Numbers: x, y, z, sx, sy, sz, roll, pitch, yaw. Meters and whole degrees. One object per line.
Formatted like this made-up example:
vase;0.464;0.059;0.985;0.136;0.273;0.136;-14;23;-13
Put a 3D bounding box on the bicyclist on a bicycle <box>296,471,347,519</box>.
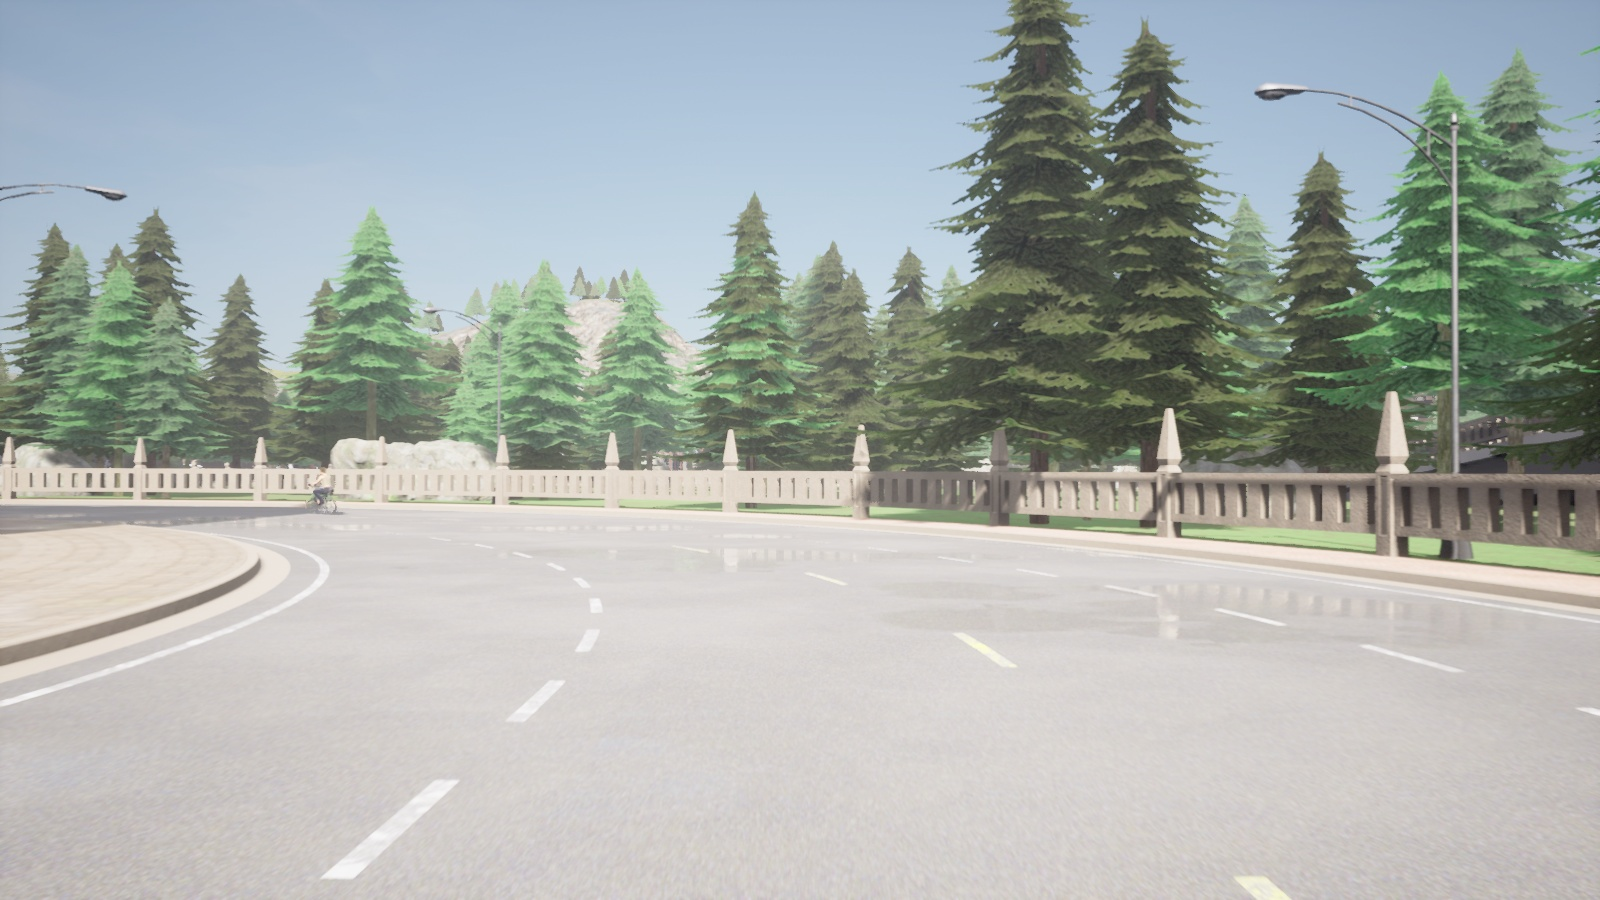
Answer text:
bicyclist on a bicycle;-16.360;1.535;42.933;1.509;1.612;0.866;-1;-1;31
